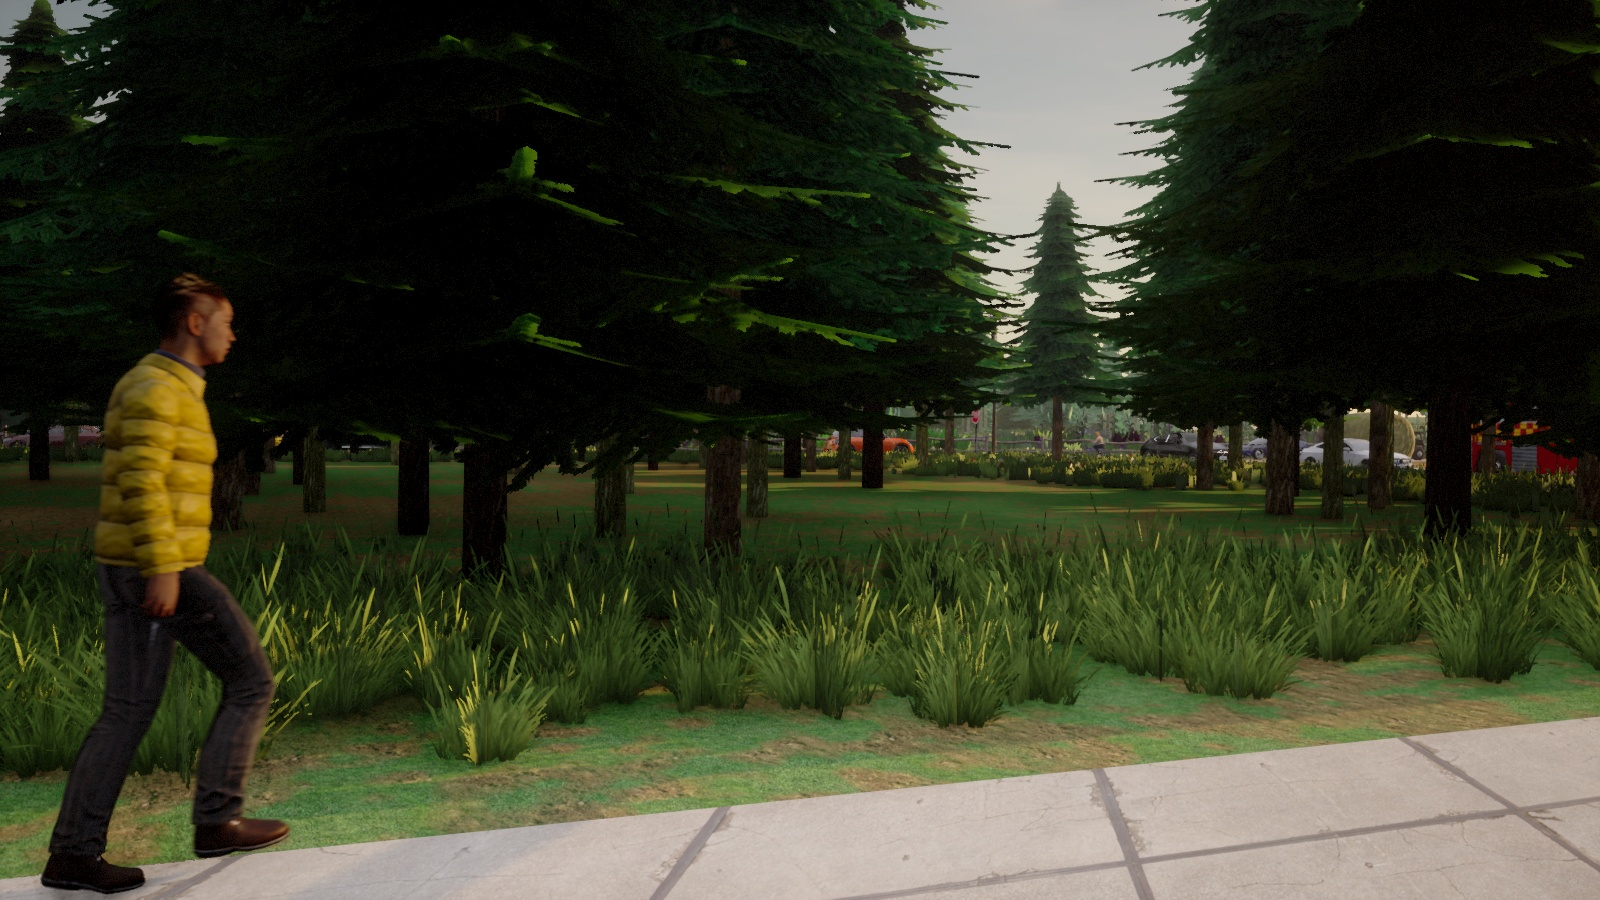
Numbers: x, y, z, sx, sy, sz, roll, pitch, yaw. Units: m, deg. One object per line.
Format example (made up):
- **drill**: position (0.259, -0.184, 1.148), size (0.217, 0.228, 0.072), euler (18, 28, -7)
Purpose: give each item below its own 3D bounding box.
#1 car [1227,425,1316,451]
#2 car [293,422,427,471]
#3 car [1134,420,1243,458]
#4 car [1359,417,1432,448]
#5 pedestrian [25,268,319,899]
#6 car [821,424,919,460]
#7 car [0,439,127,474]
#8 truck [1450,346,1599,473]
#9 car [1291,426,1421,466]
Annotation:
- **car**: position (28.677, -0.763, 76.392), size (4.792, 1.488, 2.163), euler (-1, 1, -18)
- **car**: position (-19.721, -0.188, 56.437), size (5.566, 2.045, 2.150), euler (-1, 1, -20)
- **car**: position (17.767, -0.528, 57.734), size (2.152, 1.651, 5.027), euler (-1, 1, -21)
- **car**: position (37.596, -1.110, 79.296), size (3.866, 1.878, 1.905), euler (-1, 1, -18)
- **pedestrian**: position (-1.889, 0.419, 3.785), size (0.709, 1.840, 0.431), euler (-1, 1, -34)
- **car**: position (3.577, -0.440, 64.520), size (4.553, 1.767, 2.097), euler (-1, 1, -18)
- **car**: position (-32.556, 0.271, 55.574), size (4.674, 1.442, 1.812), euler (-1, 1, -20)
- **truck**: position (24.896, -1.245, 39.123), size (2.891, 3.827, 8.468), euler (-1, 1, -21)
- **car**: position (21.358, -0.169, 48.465), size (1.812, 1.442, 4.674), euler (-1, 1, -21)
